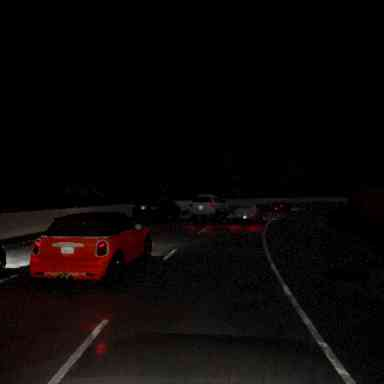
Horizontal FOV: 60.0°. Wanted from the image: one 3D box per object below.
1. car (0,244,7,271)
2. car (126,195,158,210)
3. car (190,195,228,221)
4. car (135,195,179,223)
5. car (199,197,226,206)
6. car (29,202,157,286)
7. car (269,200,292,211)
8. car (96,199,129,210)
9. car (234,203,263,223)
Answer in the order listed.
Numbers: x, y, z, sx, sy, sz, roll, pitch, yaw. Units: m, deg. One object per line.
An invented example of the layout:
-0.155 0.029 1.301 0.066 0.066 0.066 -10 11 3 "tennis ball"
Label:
-6.344 1.551 7.748 1.994 1.385 4.181 0 0 5 "car"
-6.719 1.374 45.249 2.097 1.767 4.553 0 0 26 "car"
1.514 1.255 28.214 2.150 2.045 5.566 0 0 18 "car"
-2.752 1.239 26.366 2.150 2.045 5.566 0 0 16 "car"
3.489 1.615 56.090 2.033 1.411 5.357 0 0 34 "car"
-2.616 1.353 9.692 2.097 1.767 4.553 0 0 6 "car"
11.009 1.678 41.172 1.895 1.301 4.718 0 0 28 "car"
-10.691 1.610 45.112 1.895 1.301 4.718 0 0 25 "car"
4.446 1.566 25.812 1.812 1.442 4.674 0 0 17 "car"
